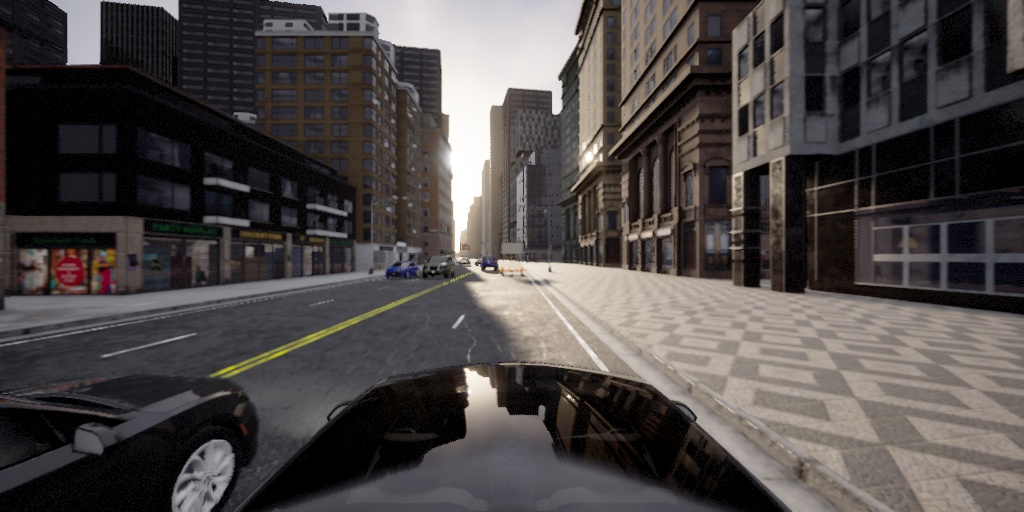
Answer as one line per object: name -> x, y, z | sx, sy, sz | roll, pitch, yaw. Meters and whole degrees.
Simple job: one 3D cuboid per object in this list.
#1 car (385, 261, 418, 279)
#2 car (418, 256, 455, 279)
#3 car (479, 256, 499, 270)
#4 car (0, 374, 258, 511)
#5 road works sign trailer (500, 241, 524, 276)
car -> -9.835, 1.231, 32.408 | 1.882, 1.535, 5.008 | 0, 0, 0
car -> -6.586, 0.974, 32.747 | 2.150, 2.045, 5.566 | 0, 0, 0
car -> -3.140, 0.978, 51.598 | 2.150, 2.045, 5.566 | 0, 0, 0
car -> -3.149, 1.256, 1.162 | 1.837, 1.490, 4.892 | 0, 0, 0
road works sign trailer -> 0.022, 0.219, 38.041 | 2.380, 3.560, 2.880 | 0, 0, 0
